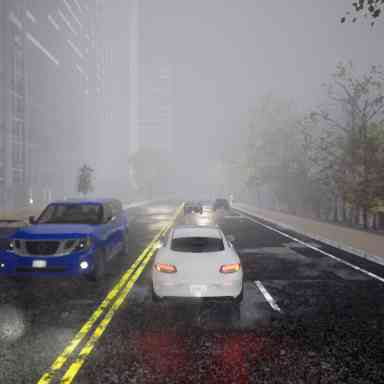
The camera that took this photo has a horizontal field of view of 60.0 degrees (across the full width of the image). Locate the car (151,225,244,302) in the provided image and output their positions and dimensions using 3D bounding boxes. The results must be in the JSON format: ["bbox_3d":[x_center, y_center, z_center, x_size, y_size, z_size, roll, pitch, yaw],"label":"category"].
[{"bbox_3d":[0.103,1.525,8.112,1.812,1.442,4.674,0,0,0],"label":"car"}]

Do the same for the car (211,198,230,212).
[{"bbox_3d":[3.368,1.502,39.413,1.837,1.490,4.892,0,0,0],"label":"car"}]

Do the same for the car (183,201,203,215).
[{"bbox_3d":[0.116,1.598,33.837,1.895,1.301,4.718,0,0,0],"label":"car"}]

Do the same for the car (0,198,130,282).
[{"bbox_3d":[-3.347,1.220,10.063,2.150,2.045,5.566,0,0,0],"label":"car"}]
